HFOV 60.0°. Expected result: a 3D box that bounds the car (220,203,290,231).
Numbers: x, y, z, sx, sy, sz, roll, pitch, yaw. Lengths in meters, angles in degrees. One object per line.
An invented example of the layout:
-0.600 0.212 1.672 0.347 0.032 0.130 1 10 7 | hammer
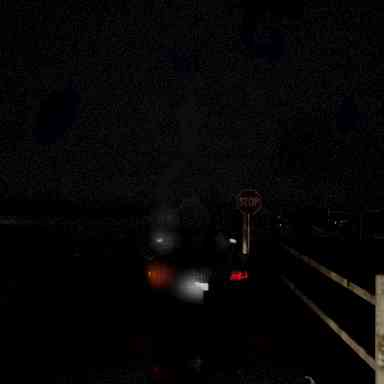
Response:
4.227 1.568 22.417 4.553 1.767 2.097 2 0 32 | car

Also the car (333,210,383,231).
12.641 2.058 23.786 4.892 1.490 1.837 2 0 -2 | car

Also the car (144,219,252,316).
0.111 1.567 7.613 1.994 1.385 4.181 0 0 0 | car

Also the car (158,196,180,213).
-2.766 1.518 37.463 2.128 1.511 4.902 0 0 0 | car

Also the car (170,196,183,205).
-2.702 1.547 59.331 2.128 1.511 4.902 0 0 0 | car

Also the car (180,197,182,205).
-2.739 1.599 47.458 1.994 1.385 4.181 0 0 0 | car
